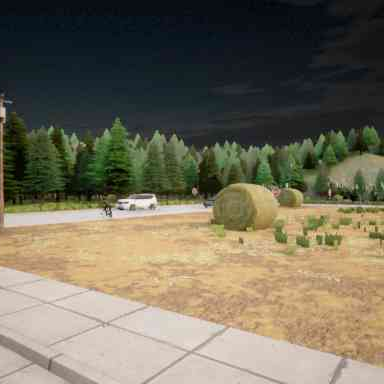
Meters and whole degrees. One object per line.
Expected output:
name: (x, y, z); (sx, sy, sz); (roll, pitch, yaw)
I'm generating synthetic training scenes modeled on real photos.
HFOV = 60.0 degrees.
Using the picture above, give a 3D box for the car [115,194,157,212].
car: (-6.598, 1.250, 40.168); (2.150, 2.045, 5.566); (0, 0, 37)

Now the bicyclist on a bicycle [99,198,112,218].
bicyclist on a bicycle: (-7.010, 1.327, 27.018); (1.656, 1.620, 0.582); (0, 0, 36)

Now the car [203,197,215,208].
car: (3.530, 1.518, 47.769); (2.128, 1.511, 4.902); (0, 0, 37)
